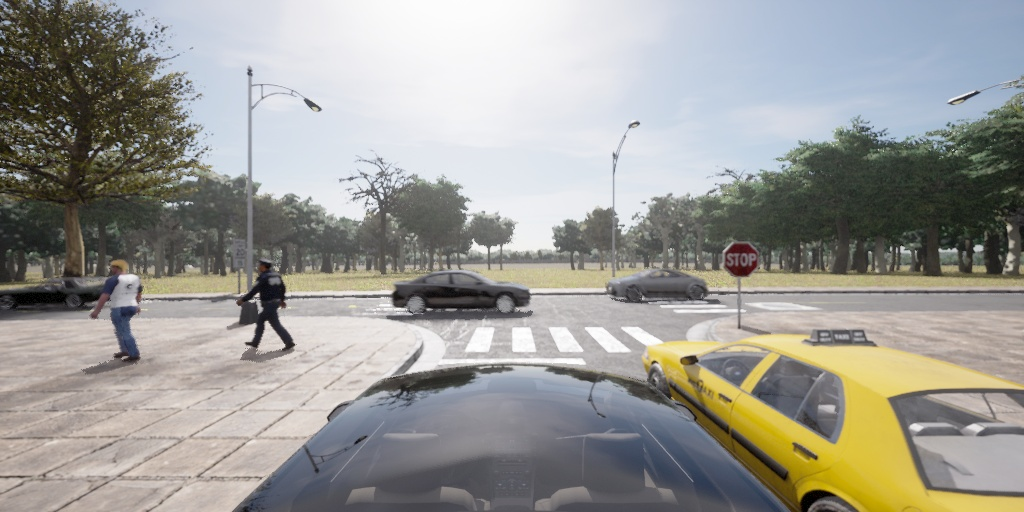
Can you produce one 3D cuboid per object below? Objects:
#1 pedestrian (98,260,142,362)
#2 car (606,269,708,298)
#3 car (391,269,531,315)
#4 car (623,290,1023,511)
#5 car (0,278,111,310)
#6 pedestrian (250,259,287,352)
[{"bbox_3d":[-6.977,0.959,6.427,0.375,1.860,0.375,0,0,0],"label":"pedestrian"},{"bbox_3d":[6.405,1.261,16.055,4.181,1.385,1.994,-1,0,0],"label":"car"},{"bbox_3d":[-1.828,1.251,13.154,5.008,1.535,1.882,-1,0,0],"label":"car"},{"bbox_3d":[2.637,1.278,3.157,1.751,1.417,4.829,0,0,0],"label":"car"},{"bbox_3d":[-20.092,1.653,16.213,4.718,1.301,1.895,-1,0,0],"label":"car"},{"bbox_3d":[-4.759,0.921,7.021,0.375,1.860,0.375,0,0,0],"label":"pedestrian"}]
